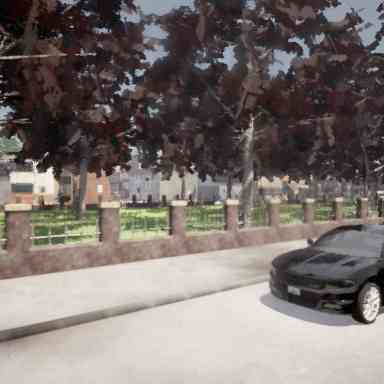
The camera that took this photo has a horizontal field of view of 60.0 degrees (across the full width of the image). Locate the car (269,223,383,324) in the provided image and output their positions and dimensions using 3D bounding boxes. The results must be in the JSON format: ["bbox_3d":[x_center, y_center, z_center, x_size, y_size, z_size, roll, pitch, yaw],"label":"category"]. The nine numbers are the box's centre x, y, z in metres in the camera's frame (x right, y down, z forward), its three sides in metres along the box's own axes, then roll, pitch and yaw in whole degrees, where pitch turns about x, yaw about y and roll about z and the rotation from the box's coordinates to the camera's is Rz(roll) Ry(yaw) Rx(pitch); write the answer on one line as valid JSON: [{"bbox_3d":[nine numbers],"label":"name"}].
[{"bbox_3d":[3.839,1.482,7.347,5.008,1.535,1.882,0,0,-35],"label":"car"}]
